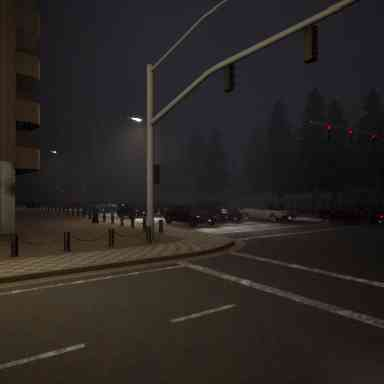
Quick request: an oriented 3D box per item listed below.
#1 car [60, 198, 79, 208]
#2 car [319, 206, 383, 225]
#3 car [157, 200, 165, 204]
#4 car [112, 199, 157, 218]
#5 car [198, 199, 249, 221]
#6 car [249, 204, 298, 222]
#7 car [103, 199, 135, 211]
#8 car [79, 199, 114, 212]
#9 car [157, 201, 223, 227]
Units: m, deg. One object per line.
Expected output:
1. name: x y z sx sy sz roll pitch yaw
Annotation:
1. car: -17.227 1.533 47.149 1.882 1.535 5.008 0 0 -35
2. car: 12.014 1.657 24.786 1.895 1.301 4.718 0 0 -36
3. car: -3.316 1.547 33.749 2.128 1.511 4.902 0 0 -36
4. car: -5.378 1.619 30.617 1.994 1.385 4.181 0 0 -36
5. car: 1.919 1.407 26.478 2.097 1.767 4.553 0 0 -36
6. car: 6.108 1.656 26.995 1.895 1.301 4.718 0 0 -36
7. car: -9.362 1.603 42.156 2.033 1.411 5.357 0 0 -35
8. car: -11.119 1.656 38.602 1.895 1.301 4.718 0 0 -36
9. car: -0.262 1.581 23.547 1.812 1.442 4.674 0 0 -37
